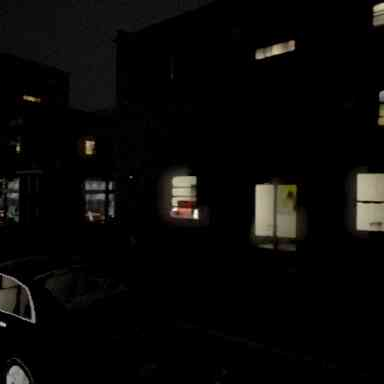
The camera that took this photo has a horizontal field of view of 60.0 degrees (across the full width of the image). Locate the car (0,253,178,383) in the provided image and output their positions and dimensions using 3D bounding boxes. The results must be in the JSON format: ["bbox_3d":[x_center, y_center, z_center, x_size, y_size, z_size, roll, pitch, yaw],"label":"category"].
[{"bbox_3d":[-2.224,1.550,4.598,4.403,1.369,2.008,0,1,35],"label":"car"}]
